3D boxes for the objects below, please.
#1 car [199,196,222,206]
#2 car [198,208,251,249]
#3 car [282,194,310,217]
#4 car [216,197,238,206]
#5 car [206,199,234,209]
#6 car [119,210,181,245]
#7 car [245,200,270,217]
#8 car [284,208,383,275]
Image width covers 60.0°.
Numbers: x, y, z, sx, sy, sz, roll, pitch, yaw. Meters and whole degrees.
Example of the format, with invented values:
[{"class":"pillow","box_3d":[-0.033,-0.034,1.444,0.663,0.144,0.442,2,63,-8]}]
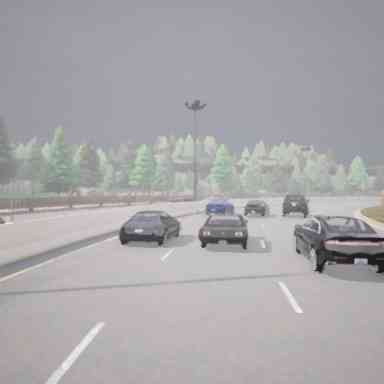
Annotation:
[{"class":"car","box_3d":[3.222,1.487,56.801,1.812,1.442,4.674,0,0,33]},{"class":"car","box_3d":[1.526,1.593,14.629,1.895,1.301,4.718,0,0,10]},{"class":"car","box_3d":[9.891,1.231,31.544,2.150,2.045,5.566,0,0,21]},{"class":"car","box_3d":[5.723,1.537,54.222,1.994,1.385,4.181,0,0,32]},{"class":"car","box_3d":[2.812,1.459,32.500,1.882,1.535,5.008,0,0,20]},{"class":"car","box_3d":[-1.816,1.543,15.471,1.994,1.385,4.181,0,0,10]},{"class":"car","box_3d":[6.242,1.500,31.674,1.837,1.490,4.892,0,0,20]},{"class":"car","box_3d":[4.483,1.499,10.615,2.128,1.511,4.902,0,0,7]}]
